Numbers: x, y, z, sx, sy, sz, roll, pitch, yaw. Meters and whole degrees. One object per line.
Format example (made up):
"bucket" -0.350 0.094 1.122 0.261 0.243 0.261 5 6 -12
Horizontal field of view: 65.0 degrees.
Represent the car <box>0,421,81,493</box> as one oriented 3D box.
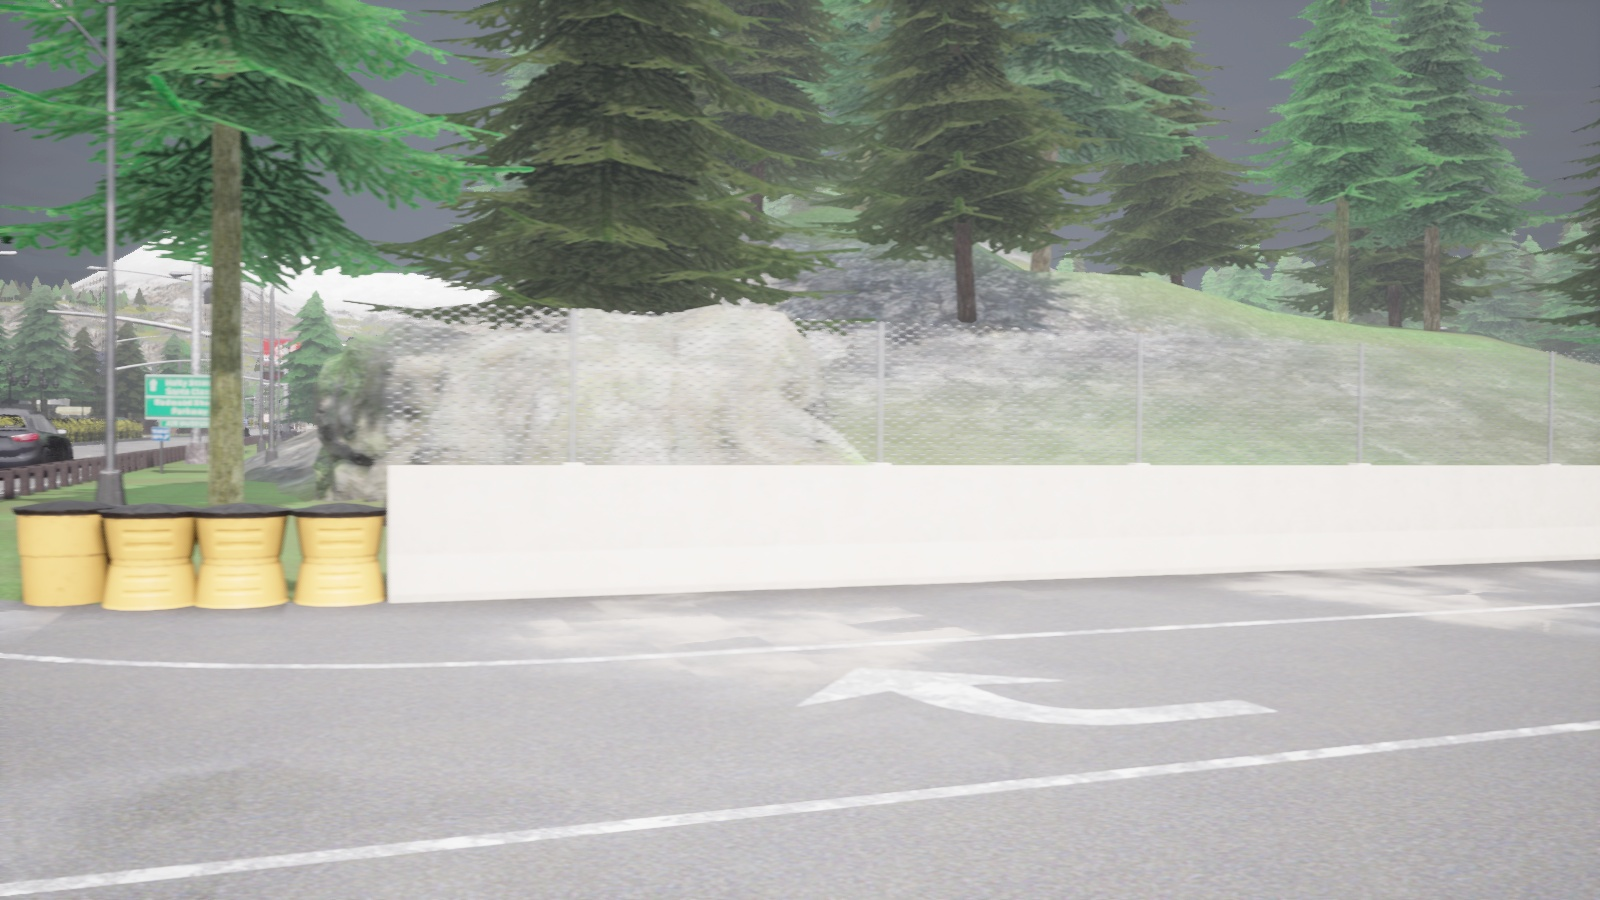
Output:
"car" -19.569 0.150 31.193 2.242 1.667 4.611 -1 1 -20
